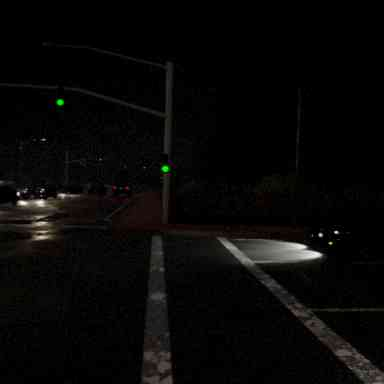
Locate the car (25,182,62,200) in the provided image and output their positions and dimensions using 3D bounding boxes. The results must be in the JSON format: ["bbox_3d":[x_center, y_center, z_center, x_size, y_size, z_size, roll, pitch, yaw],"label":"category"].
[{"bbox_3d":[-15.034,-0.186,33.120,2.097,1.767,4.553,2,2,-5],"label":"car"}]

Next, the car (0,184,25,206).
[{"bbox_3d":[-14.170,0.301,23.965,1.837,1.490,4.892,2,2,-5],"label":"car"}]

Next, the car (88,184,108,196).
[{"bbox_3d":[-12.399,-0.352,44.169,1.882,1.535,5.008,2,2,-6],"label":"car"}]

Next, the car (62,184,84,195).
[{"bbox_3d":[-16.199,-0.441,45.466,2.033,1.411,5.357,2,2,-5],"label":"car"}]

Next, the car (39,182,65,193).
[{"bbox_3d":[-19.903,-0.691,47.454,1.882,1.535,5.008,2,2,-5],"label":"car"}]

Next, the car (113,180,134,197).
[{"bbox_3d":[-8.690,-0.430,42.218,2.150,2.045,5.566,2,2,-6],"label":"car"}]

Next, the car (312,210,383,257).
[{"bbox_3d":[6.399,1.350,11.465,4.181,1.385,1.994,2,2,-3],"label":"car"}]

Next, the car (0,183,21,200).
[{"bbox_3d":[-18.459,-0.081,32.080,1.812,1.442,4.674,2,2,-5],"label":"car"}]
